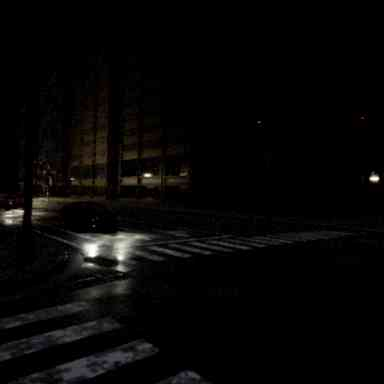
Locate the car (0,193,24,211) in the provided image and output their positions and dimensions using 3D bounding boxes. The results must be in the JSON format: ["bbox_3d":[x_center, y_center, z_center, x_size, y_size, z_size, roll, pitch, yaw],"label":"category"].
[{"bbox_3d":[-17.131,0.883,32.219,2.097,1.767,4.553,2,0,-40],"label":"car"}]

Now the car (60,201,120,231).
[{"bbox_3d":[-5.943,1.297,19.084,1.882,1.535,5.008,2,0,-40],"label":"car"}]
